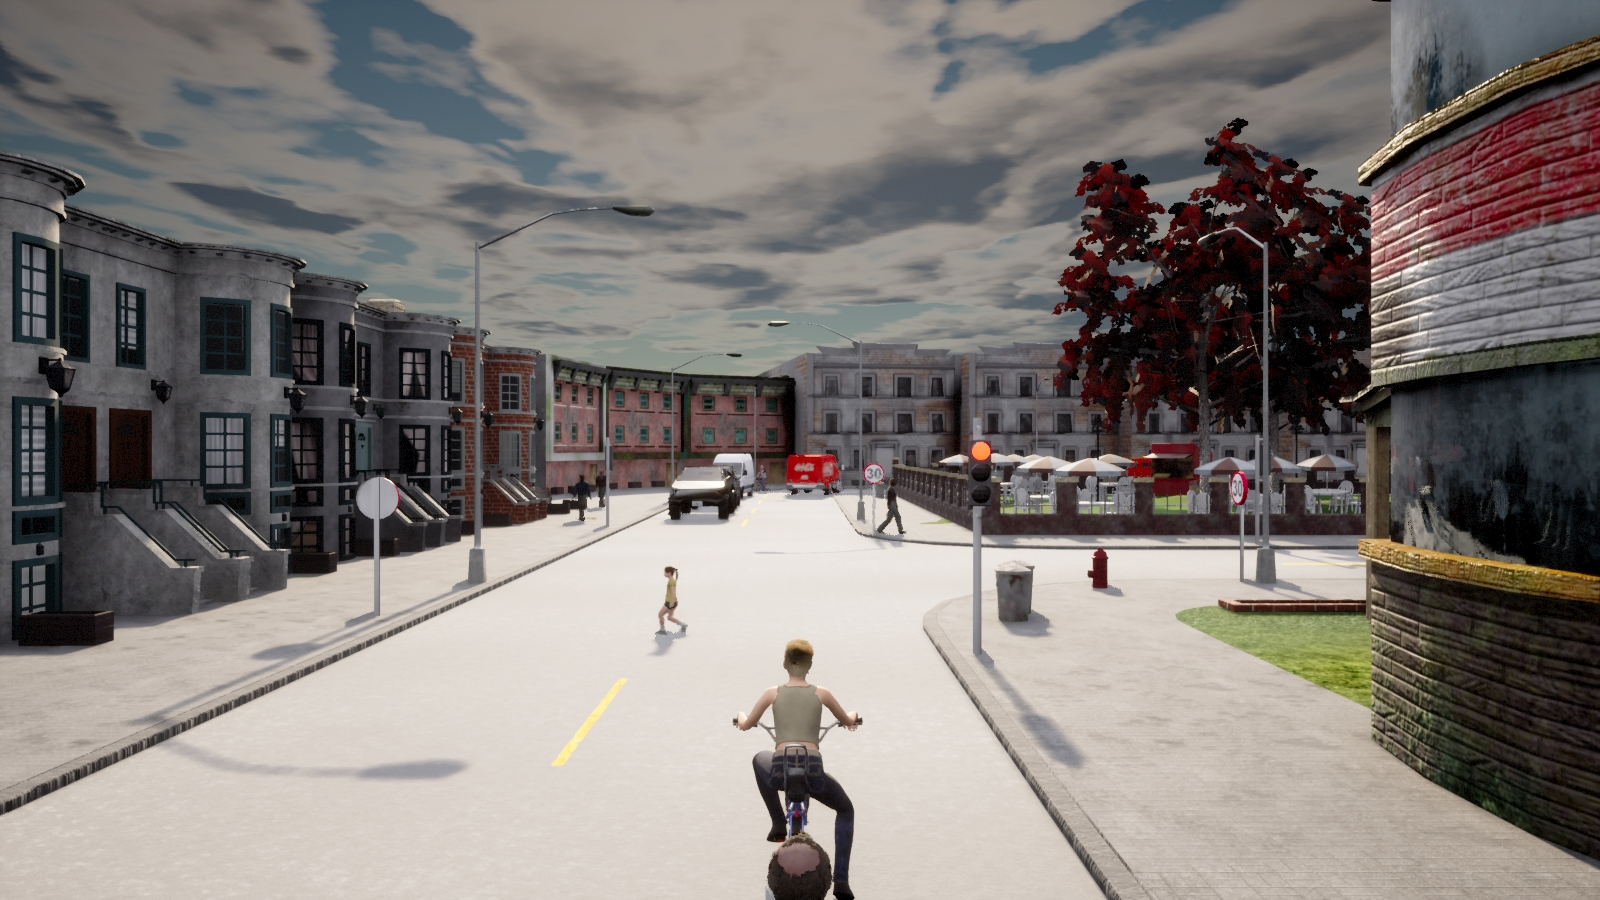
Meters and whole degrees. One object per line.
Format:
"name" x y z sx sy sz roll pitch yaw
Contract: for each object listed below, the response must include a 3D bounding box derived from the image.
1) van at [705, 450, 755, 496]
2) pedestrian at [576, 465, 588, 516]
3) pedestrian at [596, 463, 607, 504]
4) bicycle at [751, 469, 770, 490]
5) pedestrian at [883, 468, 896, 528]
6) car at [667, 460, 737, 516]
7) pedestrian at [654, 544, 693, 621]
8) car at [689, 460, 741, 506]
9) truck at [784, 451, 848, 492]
"van" -4.016 1.289 66.883 1.988 2.561 5.915 0 0 6
"pedestrian" -8.099 1.507 42.435 0.375 1.860 0.375 0 0 2
"pedestrian" -9.036 1.505 51.984 0.375 1.860 0.375 0 0 9
"bicycle" -2.546 1.909 73.705 0.373 1.296 1.643 1 1 30
"pedestrian" 2.801 1.502 35.801 0.375 1.860 0.375 0 0 11
"car" -3.997 1.515 47.708 2.390 2.098 6.274 0 0 0
"pedestrian" -1.908 2.001 17.300 0.500 1.100 0.500 0 0 4
"car" -4.051 1.538 55.431 2.150 2.045 5.566 0 0 0
"truck" 1.048 1.320 71.281 2.627 2.467 5.204 -1 0 17
